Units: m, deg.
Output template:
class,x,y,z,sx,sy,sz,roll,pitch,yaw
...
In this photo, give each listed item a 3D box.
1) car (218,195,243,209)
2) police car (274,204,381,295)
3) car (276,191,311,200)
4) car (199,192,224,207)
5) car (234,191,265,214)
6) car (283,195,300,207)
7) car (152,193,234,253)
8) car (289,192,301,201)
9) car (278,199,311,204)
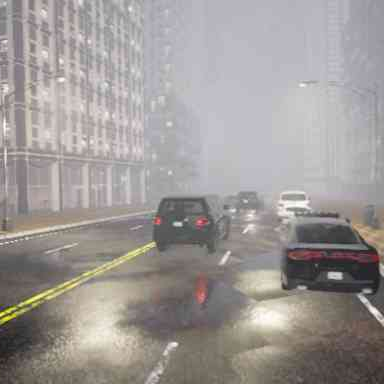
class,x,y,z,sx,sy,sz,roll,pitch,yaw
car,4.620,1.146,39.538,1.837,1.490,4.892,0,0,20
police car,3.234,1.328,8.703,1.930,1.638,5.238,0,0,13
car,7.241,0.977,23.698,2.150,2.045,5.566,0,0,17
car,2.618,0.972,43.545,2.097,1.767,4.553,0,1,20
car,5.631,0.920,31.991,2.150,2.045,5.566,0,0,19
car,12.905,1.148,42.982,1.895,1.301,4.718,0,1,20
car,0.188,1.118,13.455,2.150,2.045,5.566,0,0,14
car,18.459,0.827,59.764,1.882,1.535,5.008,0,1,16
car,5.606,1.337,18.051,1.812,1.442,4.674,0,0,15
